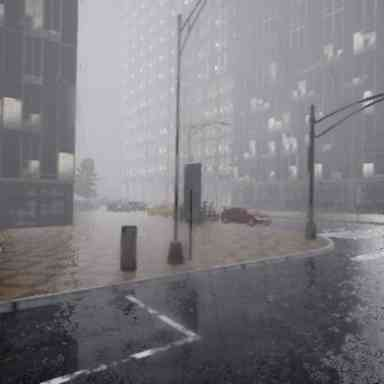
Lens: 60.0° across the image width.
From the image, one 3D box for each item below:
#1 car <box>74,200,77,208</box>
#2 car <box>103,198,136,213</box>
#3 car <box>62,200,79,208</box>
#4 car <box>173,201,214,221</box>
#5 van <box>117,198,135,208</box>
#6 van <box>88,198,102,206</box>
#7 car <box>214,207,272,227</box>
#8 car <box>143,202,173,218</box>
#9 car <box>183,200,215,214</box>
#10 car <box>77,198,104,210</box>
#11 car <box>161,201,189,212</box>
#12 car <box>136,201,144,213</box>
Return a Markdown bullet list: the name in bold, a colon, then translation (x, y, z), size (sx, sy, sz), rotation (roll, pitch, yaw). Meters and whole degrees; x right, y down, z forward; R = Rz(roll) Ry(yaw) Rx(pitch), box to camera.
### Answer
- **car**: translation (-19.034, 2.077, 56.267), size (1.947, 1.339, 4.313), rotation (1, -1, -35)
- **car**: translation (-9.263, 1.787, 42.296), size (1.967, 1.590, 4.097), rotation (1, -1, -35)
- **car**: translation (-22.291, 2.110, 60.925), size (1.887, 1.381, 4.507), rotation (1, -1, -35)
- **car**: translation (0.508, 1.623, 28.323), size (1.967, 1.590, 4.097), rotation (1, -1, -35)
- **van**: translation (-12.166, 2.024, 61.070), size (1.690, 1.788, 3.998), rotation (1, -1, -35)
- **van**: translation (-21.937, 2.188, 75.043), size (1.690, 1.788, 3.998), rotation (1, -1, -35)
- **car**: translation (3.764, 1.711, 23.664), size (1.802, 1.307, 4.206), rotation (1, -1, -35)
- **car**: translation (-2.652, 1.762, 32.841), size (1.752, 1.417, 4.829), rotation (1, -1, -35)
- **car**: translation (0.861, 1.905, 42.439), size (1.967, 1.590, 4.097), rotation (1, -1, -35)
- **car**: translation (-15.777, 2.007, 51.609), size (2.008, 1.369, 4.403), rotation (1, -1, -35)
- **car**: translation (-2.493, 2.046, 47.234), size (1.752, 1.417, 4.829), rotation (1, -1, -35)
- **car**: translation (-7.031, 1.904, 43.661), size (1.837, 1.490, 4.892), rotation (1, -1, -35)
